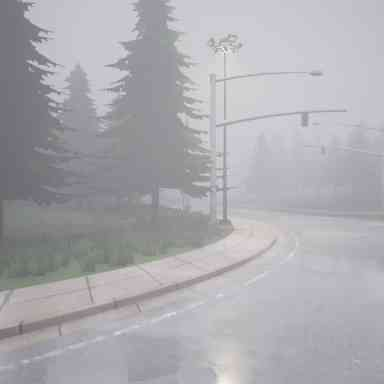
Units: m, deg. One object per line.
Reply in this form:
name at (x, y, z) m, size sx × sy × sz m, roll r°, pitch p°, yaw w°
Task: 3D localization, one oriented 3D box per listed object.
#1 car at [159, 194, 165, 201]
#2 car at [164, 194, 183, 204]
car at (-7.119, 1.186, 75.170) m, size 2.150 × 2.045 × 5.566 m, roll 0°, pitch 0°, yaw -21°
car at (-3.236, 1.547, 65.433) m, size 2.033 × 1.411 × 5.357 m, roll 0°, pitch 0°, yaw -21°
